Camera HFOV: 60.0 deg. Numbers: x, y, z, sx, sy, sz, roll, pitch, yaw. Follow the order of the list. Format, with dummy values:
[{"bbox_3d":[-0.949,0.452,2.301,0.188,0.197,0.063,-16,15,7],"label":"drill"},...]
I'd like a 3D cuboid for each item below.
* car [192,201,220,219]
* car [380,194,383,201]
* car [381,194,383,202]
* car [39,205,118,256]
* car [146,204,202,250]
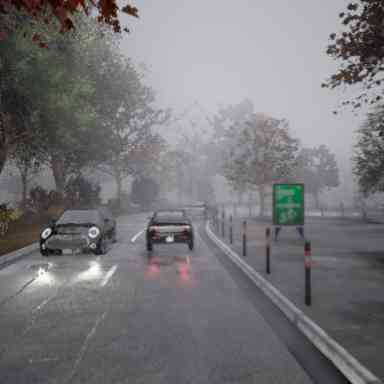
[{"bbox_3d":[1.054,1.553,29.299,2.128,1.511,4.902,-1,0,21],"label":"car"},{"bbox_3d":[46.177,1.349,76.074,5.566,2.045,2.435,-1,-1,33],"label":"car"},{"bbox_3d":[49.148,1.453,80.656,5.566,2.045,2.435,-1,-1,33],"label":"car"},{"bbox_3d":[-4.286,1.382,13.219,2.097,1.767,4.553,0,0,-4],"label":"car"},{"bbox_3d":[-0.897,1.498,14.328,2.128,1.511,4.902,-1,0,-2],"label":"car"}]
